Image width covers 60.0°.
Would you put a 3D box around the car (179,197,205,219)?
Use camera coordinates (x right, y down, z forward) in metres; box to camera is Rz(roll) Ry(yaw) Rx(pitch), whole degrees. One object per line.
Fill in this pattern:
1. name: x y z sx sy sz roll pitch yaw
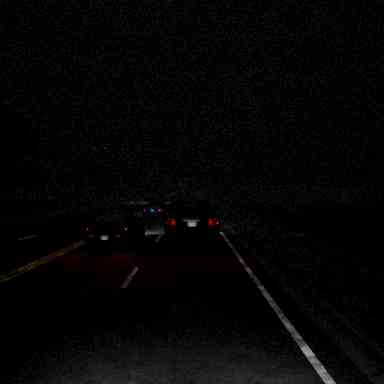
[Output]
1. car: 0.000 1.367 29.620 2.097 1.767 4.553 0 0 0

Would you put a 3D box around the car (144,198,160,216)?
1. car: -3.250 1.564 29.650 2.033 1.411 5.357 0 0 0

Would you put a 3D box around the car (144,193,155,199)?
1. car: -9.749 1.227 76.713 2.150 2.045 5.566 0 0 0

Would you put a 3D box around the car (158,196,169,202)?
1. car: -6.500 1.542 76.742 2.033 1.411 5.357 0 0 0

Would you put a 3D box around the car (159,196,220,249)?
1. car: 0.000 1.258 14.680 2.150 2.045 5.566 0 0 0

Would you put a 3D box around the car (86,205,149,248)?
1. car: -3.250 1.533 14.650 1.812 1.442 4.674 0 0 0
